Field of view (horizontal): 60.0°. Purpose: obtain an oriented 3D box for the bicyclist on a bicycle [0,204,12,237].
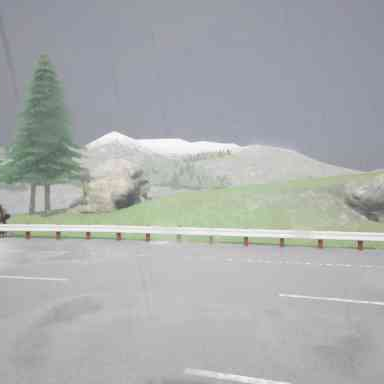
[{"bbox_3d":[-9.205,1.435,16.092,0.582,1.620,1.656,0,-4,5],"label":"bicyclist on a bicycle"}]
